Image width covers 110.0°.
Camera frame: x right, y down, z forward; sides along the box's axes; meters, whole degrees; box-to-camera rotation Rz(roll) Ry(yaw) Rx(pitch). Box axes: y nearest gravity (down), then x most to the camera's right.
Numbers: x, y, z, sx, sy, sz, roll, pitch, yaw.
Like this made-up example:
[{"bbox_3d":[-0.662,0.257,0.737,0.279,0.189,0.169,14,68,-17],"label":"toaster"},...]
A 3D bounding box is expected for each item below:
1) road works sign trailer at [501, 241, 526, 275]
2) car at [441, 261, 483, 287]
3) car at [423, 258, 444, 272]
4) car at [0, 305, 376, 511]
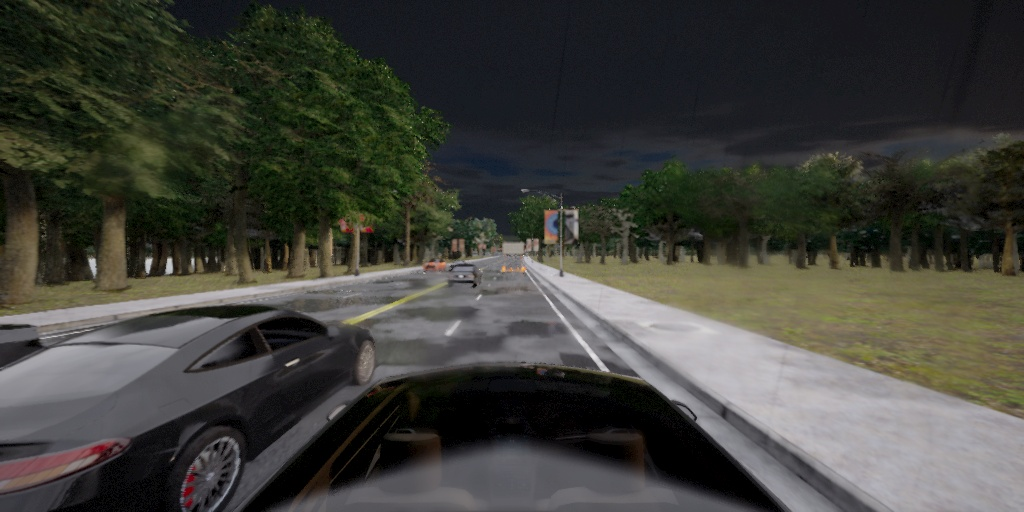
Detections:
[{"bbox_3d":[0.131,0.206,38.117,2.380,3.560,2.880,0,0,0],"label":"road works sign trailer"},{"bbox_3d":[-3.096,1.298,24.271,2.033,1.411,5.357,0,0,0],"label":"car"},{"bbox_3d":[-9.636,1.081,44.990,2.097,1.767,4.553,0,0,1],"label":"car"},{"bbox_3d":[-3.132,1.275,3.979,1.812,1.442,4.674,0,0,0],"label":"car"}]
